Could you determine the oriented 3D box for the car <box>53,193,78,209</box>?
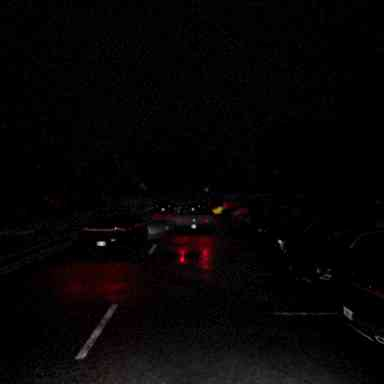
[{"bbox_3d":[-15.549,1.221,36.913,4.553,1.767,2.185,0,0,0],"label":"car"}]

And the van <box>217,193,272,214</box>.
[{"bbox_3d":[4.527,1.139,26.782,4.442,1.987,1.878,0,0,0],"label":"van"}]

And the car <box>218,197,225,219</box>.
[{"bbox_3d":[4.649,1.373,24.025,5.008,1.535,2.097,0,0,0],"label":"car"}]

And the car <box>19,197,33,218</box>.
[{"bbox_3d":[-15.713,1.364,25.796,5.366,1.575,1.946,0,0,0],"label":"car"}]

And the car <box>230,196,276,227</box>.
[{"bbox_3d":[4.674,1.264,18.510,4.553,1.767,2.185,0,0,0],"label":"car"}]

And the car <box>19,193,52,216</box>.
[{"bbox_3d":[-15.555,1.110,28.576,5.566,2.045,2.435,0,0,0],"label":"car"}]

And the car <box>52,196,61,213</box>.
[{"bbox_3d":[-15.529,1.358,31.354,4.892,1.521,2.231,0,0,0],"label":"car"}]

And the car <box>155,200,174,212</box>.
[{"bbox_3d":[-2.895,1.464,35.742,1.895,1.301,4.718,0,0,0],"label":"car"}]

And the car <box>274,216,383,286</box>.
[{"bbox_3d":[4.635,1.439,7.482,4.892,1.521,2.231,0,0,0],"label":"car"}]

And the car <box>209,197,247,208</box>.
[{"bbox_3d":[4.643,1.354,43.331,4.674,1.452,2.002,0,0,0],"label":"car"}]

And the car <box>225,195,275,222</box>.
[{"bbox_3d":[4.674,1.255,21.267,4.553,1.767,2.185,0,0,0],"label":"car"}]

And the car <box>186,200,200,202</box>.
[{"bbox_3d":[0.104,1.464,35.741,1.895,1.301,4.718,0,0,0],"label":"car"}]

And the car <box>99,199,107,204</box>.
[{"bbox_3d":[-15.476,1.303,50.693,4.792,1.488,2.163,0,0,0],"label":"car"}]

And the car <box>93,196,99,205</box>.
[{"bbox_3d":[-15.542,1.189,45.257,4.553,1.767,2.185,0,0,0],"label":"car"}]

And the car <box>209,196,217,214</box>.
[{"bbox_3d":[4.458,1.355,29.540,5.366,1.575,1.946,0,0,0],"label":"car"}]

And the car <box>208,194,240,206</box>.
[{"bbox_3d":[4.615,1.157,48.848,4.553,1.767,2.185,0,0,0],"label":"car"}]

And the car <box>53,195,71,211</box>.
[{"bbox_3d":[-15.515,1.352,34.009,5.008,1.535,2.097,0,0,0],"label":"car"}]

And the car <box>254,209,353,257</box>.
[{"bbox_3d":[4.635,1.425,10.239,4.892,1.521,2.231,0,0,0],"label":"car"}]

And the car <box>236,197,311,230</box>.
[{"bbox_3d":[4.611,1.274,15.753,4.553,1.767,2.185,0,0,0],"label":"car"}]

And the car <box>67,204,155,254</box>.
[{"bbox_3d":[-2.897,1.422,13.049,2.128,1.511,4.902,0,0,0],"label":"car"}]

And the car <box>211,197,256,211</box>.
[{"bbox_3d":[4.651,1.339,37.811,4.892,1.521,2.231,0,0,0],"label":"car"}]

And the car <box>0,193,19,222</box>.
[{"bbox_3d":[-15.502,1.122,22.891,5.566,2.045,2.435,0,0,0],"label":"car"}]

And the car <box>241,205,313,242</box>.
[{"bbox_3d":[4.636,1.413,12.997,4.892,1.521,2.231,0,0,0],"label":"car"}]

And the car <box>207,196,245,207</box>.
[{"bbox_3d":[4.651,1.301,46.087,5.008,1.535,2.097,0,0,0],"label":"car"}]

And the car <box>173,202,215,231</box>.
[{"bbox_3d":[0.103,1.507,19.645,1.895,1.301,4.718,0,0,0],"label":"car"}]

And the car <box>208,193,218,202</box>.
[{"bbox_3d":[4.672,1.100,32.297,5.566,2.045,2.435,0,0,0],"label":"car"}]

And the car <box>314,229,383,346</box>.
[{"bbox_3d":[4.635,1.453,4.726,4.892,1.521,2.231,0,0,0],"label":"car"}]

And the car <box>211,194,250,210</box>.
[{"bbox_3d":[4.614,1.202,40.573,4.553,1.767,2.185,0,0,0],"label":"car"}]

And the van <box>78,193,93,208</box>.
[{"bbox_3d":[-15.396,1.106,42.348,4.442,1.987,1.878,0,0,0],"label":"van"}]
